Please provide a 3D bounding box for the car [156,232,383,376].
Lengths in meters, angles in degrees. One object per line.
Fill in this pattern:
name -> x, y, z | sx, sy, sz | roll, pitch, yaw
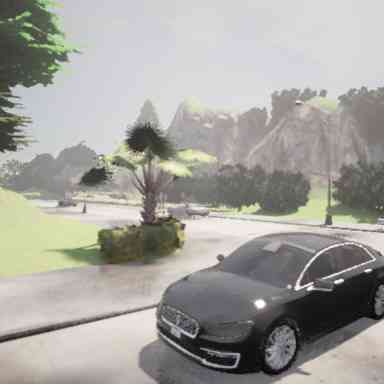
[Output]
car -> 1.698, 1.520, 5.696 | 4.892, 1.490, 1.837 | 0, 2, -39

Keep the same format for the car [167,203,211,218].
car -> -0.415, 1.660, 31.037 | 1.895, 1.301, 4.718 | 0, 0, -36

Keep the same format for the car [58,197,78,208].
car -> -18.243, 1.554, 48.833 | 1.837, 1.490, 4.892 | 0, -1, -35
